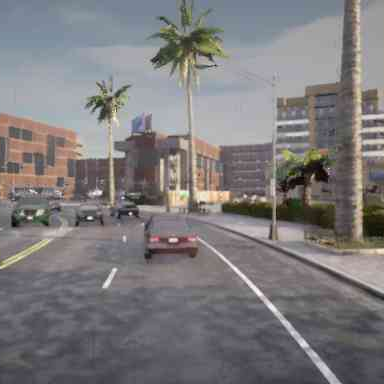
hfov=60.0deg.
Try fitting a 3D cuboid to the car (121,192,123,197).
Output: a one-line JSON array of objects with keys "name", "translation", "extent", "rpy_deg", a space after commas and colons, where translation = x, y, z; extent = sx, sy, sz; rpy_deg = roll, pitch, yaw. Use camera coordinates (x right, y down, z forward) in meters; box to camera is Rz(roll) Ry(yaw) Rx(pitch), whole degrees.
[{"name": "car", "translation": [-17.168, 1.459, 79.490], "extent": [4.674, 1.452, 2.002], "rpy_deg": [0, 0, 20]}]

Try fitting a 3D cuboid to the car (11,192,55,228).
[{"name": "car", "translation": [-10.787, 1.213, 22.761], "extent": [2.150, 2.045, 5.566], "rpy_deg": [1, 0, -21]}]

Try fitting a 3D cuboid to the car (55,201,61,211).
[{"name": "car", "translation": [-16.983, 1.556, 38.961], "extent": [1.994, 1.385, 4.181], "rpy_deg": [0, 0, -43]}]

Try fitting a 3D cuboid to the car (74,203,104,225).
[{"name": "car", "translation": [-7.405, 1.530, 23.885], "extent": [1.812, 1.442, 4.674], "rpy_deg": [0, 0, -19]}]

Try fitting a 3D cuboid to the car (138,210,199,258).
[{"name": "car", "translation": [-0.963, 1.559, 12.900], "extent": [2.033, 1.411, 5.357], "rpy_deg": [0, 0, -9]}]

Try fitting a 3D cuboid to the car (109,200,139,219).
[{"name": "car", "translation": [-6.094, 1.521, 29.535], "extent": [1.837, 1.490, 4.892], "rpy_deg": [1, 0, -25]}]
